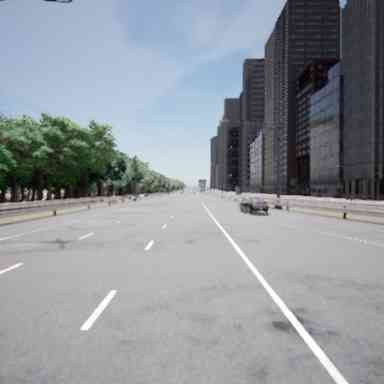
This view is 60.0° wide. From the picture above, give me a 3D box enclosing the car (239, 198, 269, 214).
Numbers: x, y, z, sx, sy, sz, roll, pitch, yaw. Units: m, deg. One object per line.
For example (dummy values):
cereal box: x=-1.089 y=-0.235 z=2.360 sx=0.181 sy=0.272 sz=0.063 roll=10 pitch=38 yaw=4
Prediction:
car: x=6.152 y=1.365 z=33.505 sx=2.128 sy=1.511 sz=4.902 roll=0 pitch=0 yaw=-8
